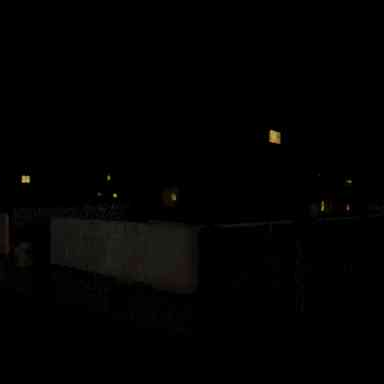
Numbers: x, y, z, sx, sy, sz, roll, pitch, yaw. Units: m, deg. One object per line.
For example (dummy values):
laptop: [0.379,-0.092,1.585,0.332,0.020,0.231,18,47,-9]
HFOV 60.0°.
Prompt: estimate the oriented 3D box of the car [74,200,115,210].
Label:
car: [-11.757,1.737,39.808,2.033,1.411,5.357,3,2,43]
